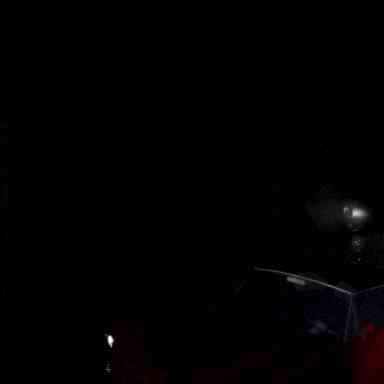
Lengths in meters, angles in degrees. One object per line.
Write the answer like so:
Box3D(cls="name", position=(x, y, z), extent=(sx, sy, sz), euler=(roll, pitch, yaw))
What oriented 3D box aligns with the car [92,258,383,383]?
Box3D(cls="car", position=(1.339, 1.603, 4.024), extent=(4.718, 1.301, 1.895), euler=(0, 0, -35))
